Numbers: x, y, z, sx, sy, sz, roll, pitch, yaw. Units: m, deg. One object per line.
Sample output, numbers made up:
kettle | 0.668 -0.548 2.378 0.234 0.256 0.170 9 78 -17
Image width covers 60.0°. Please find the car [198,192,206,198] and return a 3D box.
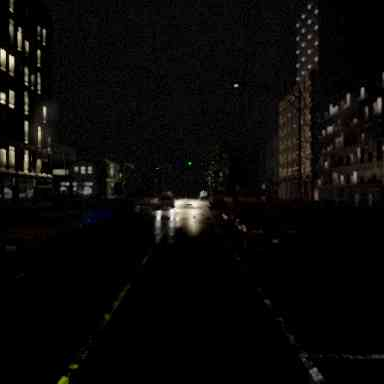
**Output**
car | 2.782 0.835 89.853 2.008 1.369 4.403 0 0 0

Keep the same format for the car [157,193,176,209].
car | -2.977 1.211 39.315 1.812 1.442 4.674 0 0 1

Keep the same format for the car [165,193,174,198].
car | -5.603 0.879 84.308 2.008 1.369 4.403 0 0 0

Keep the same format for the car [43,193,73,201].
car | -22.757 0.886 56.595 4.206 1.307 1.802 1 -1 -1

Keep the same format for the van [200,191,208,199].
van | 2.773 0.714 78.750 1.690 1.788 3.998 0 0 0

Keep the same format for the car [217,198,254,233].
car | 2.713 1.291 18.554 1.967 1.590 4.097 0 0 0

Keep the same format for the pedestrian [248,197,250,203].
pedestrian | 7.178 1.193 42.138 0.500 1.100 0.500 0 0 0

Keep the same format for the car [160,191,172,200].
car | -5.613 0.731 73.204 2.192 1.841 5.009 0 0 0

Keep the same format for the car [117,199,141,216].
car | -5.657 1.328 29.641 1.947 1.339 4.313 0 0 0

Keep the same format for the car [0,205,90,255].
car | -5.673 1.422 12.854 1.752 1.417 4.829 0 0 0

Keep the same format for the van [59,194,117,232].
van | -5.666 1.192 18.561 1.690 1.788 3.998 0 0 0

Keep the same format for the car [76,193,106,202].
car | -17.212 0.916 56.669 4.507 1.381 1.887 1 -1 -1

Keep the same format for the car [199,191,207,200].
car | 2.766 0.940 73.370 1.752 1.417 4.829 0 0 0

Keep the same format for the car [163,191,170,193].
car | -5.620 1.042 67.656 1.802 1.307 4.206 0 0 0

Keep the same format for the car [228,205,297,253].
car | 2.707 1.440 13.016 1.887 1.381 4.507 0 0 0

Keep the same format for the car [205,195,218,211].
car | 2.729 1.285 35.173 1.947 1.339 4.313 0 0 0

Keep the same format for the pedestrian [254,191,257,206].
pedestrian | 8.178 0.826 42.736 0.375 1.860 0.375 0 0 0

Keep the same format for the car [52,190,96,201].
car | -17.100 0.713 48.292 5.009 1.841 2.192 1 -1 -1
